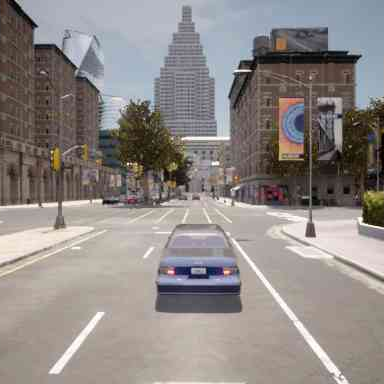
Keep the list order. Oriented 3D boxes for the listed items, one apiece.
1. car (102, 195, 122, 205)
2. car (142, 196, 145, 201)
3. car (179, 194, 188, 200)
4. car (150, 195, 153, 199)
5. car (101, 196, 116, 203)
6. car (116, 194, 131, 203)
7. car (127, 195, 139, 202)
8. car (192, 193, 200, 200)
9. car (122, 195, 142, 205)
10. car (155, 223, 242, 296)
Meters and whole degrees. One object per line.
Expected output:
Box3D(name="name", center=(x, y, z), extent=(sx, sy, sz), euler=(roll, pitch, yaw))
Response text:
Box3D(name="car", center=(-14.359, 1.609, 58.578), extent=(1.895, 1.301, 4.718), euler=(0, 0, 1))
Box3D(name="car", center=(-10.649, 1.510, 69.556), extent=(1.837, 1.490, 4.892), euler=(0, 0, 1))
Box3D(name="car", center=(-2.399, 1.552, 89.561), extent=(2.033, 1.411, 5.357), euler=(0, 0, 1))
Box3D(name="car", center=(-10.525, 1.366, 79.544), extent=(2.097, 1.767, 4.553), euler=(0, 0, 1))
Box3D(name="car", center=(-17.397, 1.604, 69.731), extent=(1.895, 1.301, 4.718), euler=(0, 0, 1))
Box3D(name="car", center=(-14.161, 1.365, 68.684), extent=(2.097, 1.767, 4.553), euler=(0, 0, 1))
Box3D(name="car", center=(-14.034, 1.489, 78.783), extent=(1.882, 1.535, 5.008), euler=(0, 0, 1))
Box3D(name="car", center=(1.106, 1.362, 89.919), extent=(2.097, 1.767, 4.553), euler=(0, 0, 1))
Box3D(name="car", center=(-10.841, 1.486, 59.760), extent=(1.882, 1.535, 5.008), euler=(0, 0, 1))
Box3D(name="car", center=(0.170, 1.549, 8.840), extent=(2.033, 1.411, 5.357), euler=(0, 0, 1))
